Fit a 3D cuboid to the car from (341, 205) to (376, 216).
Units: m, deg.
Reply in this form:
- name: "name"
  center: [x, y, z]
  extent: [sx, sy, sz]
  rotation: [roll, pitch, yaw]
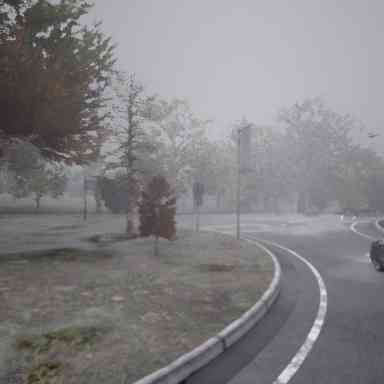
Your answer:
- name: "car"
  center: [19.494, 2.121, 38.976]
  extent: [4.718, 1.301, 1.895]
  rotation: [3, -2, -37]

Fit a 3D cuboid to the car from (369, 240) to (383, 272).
- name: "car"
  center: [5.806, 1.586, 7.805]
  extent: [2.033, 1.411, 5.357]
  rotation: [0, 0, 14]
